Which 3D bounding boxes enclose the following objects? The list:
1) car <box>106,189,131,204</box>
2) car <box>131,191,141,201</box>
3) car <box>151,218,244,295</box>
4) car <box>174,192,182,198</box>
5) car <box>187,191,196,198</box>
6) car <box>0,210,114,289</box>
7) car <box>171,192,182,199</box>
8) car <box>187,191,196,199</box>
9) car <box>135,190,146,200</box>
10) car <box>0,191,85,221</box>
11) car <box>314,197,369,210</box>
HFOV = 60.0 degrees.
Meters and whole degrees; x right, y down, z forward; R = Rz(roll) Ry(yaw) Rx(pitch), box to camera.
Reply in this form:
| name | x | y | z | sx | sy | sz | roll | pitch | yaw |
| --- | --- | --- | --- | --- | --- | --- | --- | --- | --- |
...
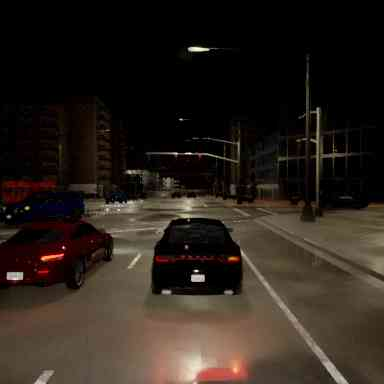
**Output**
| name | x | y | z | sx | sy | sz | roll | pitch | yaw |
| --- | --- | --- | --- | --- | --- | --- | --- | --- | --- |
| car | -10.625 | 0.617 | 47.258 | 2.150 | 2.045 | 5.566 | 0 | 0 | 0 |
| car | -10.616 | 0.941 | 57.333 | 1.895 | 1.301 | 4.718 | 0 | 0 | 0 |
| car | 0.097 | 1.390 | 8.545 | 1.882 | 1.535 | 5.008 | 0 | 1 | 0 |
| car | -3.600 | 0.681 | 85.683 | 1.837 | 1.490 | 4.892 | 0 | 0 | 0 |
| car | -0.102 | 0.602 | 86.905 | 2.097 | 1.767 | 4.553 | 0 | 0 | 0 |
| car | -3.412 | 1.433 | 8.744 | 1.812 | 1.442 | 4.674 | 0 | 1 | 0 |
| car | -3.588 | 0.804 | 75.681 | 1.812 | 1.442 | 4.674 | 0 | 0 | 0 |
| car | -0.084 | 0.756 | 76.680 | 1.882 | 1.535 | 5.008 | 0 | 0 | 0 |
| car | -10.588 | 0.530 | 67.543 | 2.150 | 2.045 | 5.566 | 0 | 0 | 0 |
| car | -9.111 | 0.963 | 20.878 | 2.150 | 2.045 | 5.566 | 0 | 1 | 21 |
| car | 14.731 | 1.125 | 33.019 | 4.718 | 1.301 | 1.895 | 0 | 1 | 0 |
